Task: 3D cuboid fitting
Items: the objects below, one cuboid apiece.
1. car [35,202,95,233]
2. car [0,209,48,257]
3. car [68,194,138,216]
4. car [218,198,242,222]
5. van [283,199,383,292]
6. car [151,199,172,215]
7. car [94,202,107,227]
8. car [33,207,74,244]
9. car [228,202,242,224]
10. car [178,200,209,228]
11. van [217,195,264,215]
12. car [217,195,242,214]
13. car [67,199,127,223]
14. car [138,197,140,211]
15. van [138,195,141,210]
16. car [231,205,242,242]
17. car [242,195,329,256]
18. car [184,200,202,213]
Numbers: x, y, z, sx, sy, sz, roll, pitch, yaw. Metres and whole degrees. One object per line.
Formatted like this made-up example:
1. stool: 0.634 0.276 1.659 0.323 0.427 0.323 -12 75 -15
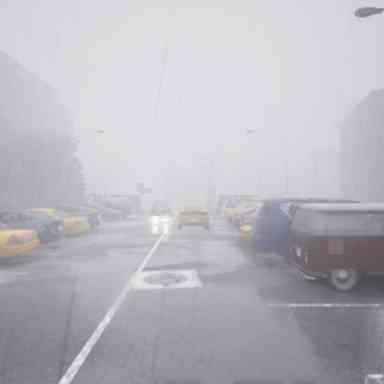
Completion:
1. car: -7.834 1.461 16.303 5.366 1.575 1.946 0 0 0
2. car: -7.834 1.466 10.716 5.366 1.575 1.946 0 0 0
3. car: -7.619 1.202 27.477 5.566 2.045 2.435 0 0 0
4. car: 4.867 1.453 24.822 5.366 1.575 1.946 0 0 0
5. van: 4.798 1.246 8.200 4.442 1.987 1.878 0 0 0
6. car: -3.074 1.498 34.156 2.128 1.511 4.902 0 -1 0
7. car: -7.678 1.491 19.097 4.792 1.488 2.163 0 0 0
8. car: -7.677 1.496 13.508 4.792 1.488 2.163 0 0 0
9. car: 4.679 1.501 19.241 4.674 1.452 2.002 0 0 0
10. car: 0.102 1.457 21.854 1.882 1.535 5.008 0 0 0
11. van: 4.799 1.250 33.307 4.442 1.987 1.878 0 -1 0
12. car: 4.651 1.328 27.740 4.553 1.767 2.185 0 0 0
13. car: -7.619 1.485 24.684 4.792 1.488 2.163 0 0 0
14. car: -7.647 1.454 30.212 5.008 1.535 2.097 0 0 0
15. van: -7.764 1.286 35.833 4.442 1.987 1.878 0 -1 0
16. car: 4.496 1.464 13.657 5.366 1.575 1.946 0 0 0
17. car: 4.709 1.218 10.992 5.566 2.045 2.435 0 0 0
18. car: 0.102 1.626 37.275 1.994 1.385 4.181 0 -1 0
